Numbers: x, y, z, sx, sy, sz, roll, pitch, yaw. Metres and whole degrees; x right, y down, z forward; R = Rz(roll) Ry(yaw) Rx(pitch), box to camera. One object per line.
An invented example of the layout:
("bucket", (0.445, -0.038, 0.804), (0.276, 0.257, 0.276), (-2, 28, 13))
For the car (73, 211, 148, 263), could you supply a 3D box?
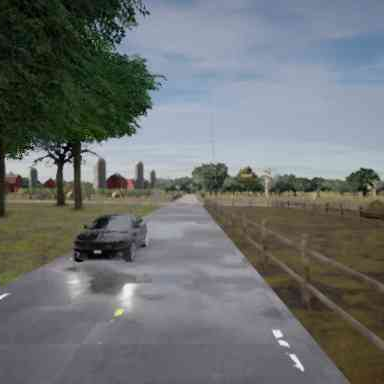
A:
("car", (-2.838, 1.539, 12.498), (1.882, 1.535, 5.008), (0, 0, 0))
